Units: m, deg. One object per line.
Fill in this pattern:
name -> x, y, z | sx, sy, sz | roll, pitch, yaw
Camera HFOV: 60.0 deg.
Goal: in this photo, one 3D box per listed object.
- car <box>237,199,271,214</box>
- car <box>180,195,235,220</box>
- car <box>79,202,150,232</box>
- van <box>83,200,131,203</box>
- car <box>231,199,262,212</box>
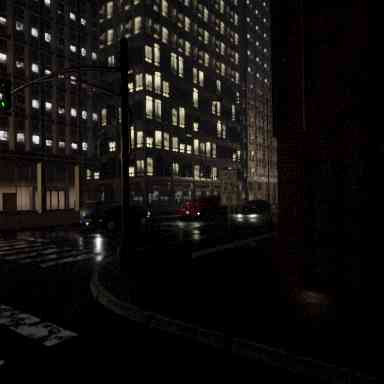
car -> 7.250, 1.584, 37.486 | 1.882, 1.535, 5.008 | -1, -1, 36
car -> 1.245, 1.307, 29.123 | 2.150, 2.045, 5.566 | -1, -1, 36
car -> -4.645, 1.571, 20.934 | 1.837, 1.490, 4.892 | -1, -1, 33
van -> -5.991, 1.460, 23.467 | 1.690, 1.788, 3.998 | -2, -1, 36
car -> 6.840, 1.689, 41.379 | 1.752, 1.417, 4.829 | -2, -1, 36
